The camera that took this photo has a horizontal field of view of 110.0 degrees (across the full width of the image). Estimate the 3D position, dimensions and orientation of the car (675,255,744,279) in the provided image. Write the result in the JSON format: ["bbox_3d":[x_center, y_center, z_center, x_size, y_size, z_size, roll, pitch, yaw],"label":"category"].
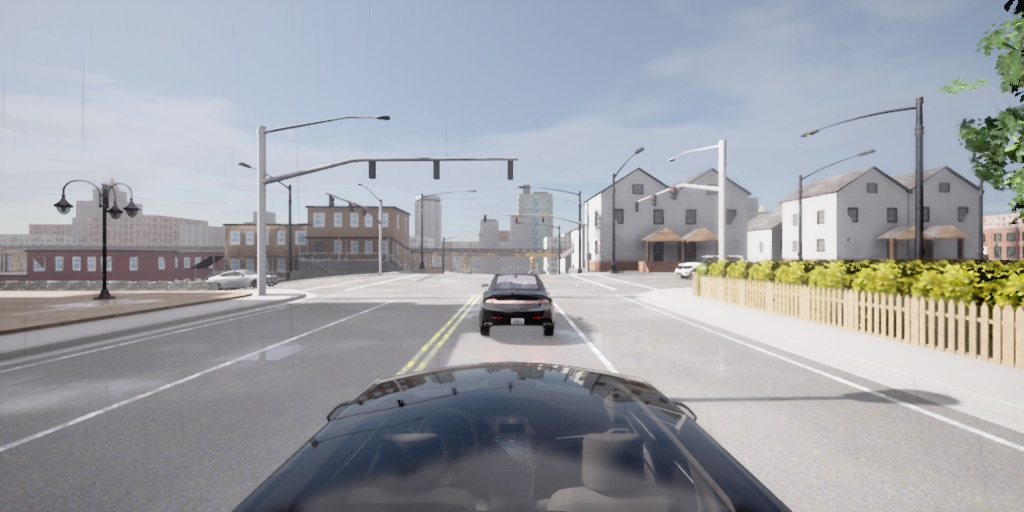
[{"bbox_3d":[16.909,0.953,30.433,5.566,2.045,2.150,0,0,-1],"label":"car"}]

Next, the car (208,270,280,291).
[{"bbox_3d":[-19.654,1.726,26.265,4.674,1.442,1.812,-4,0,1],"label":"car"}]

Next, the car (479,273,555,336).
[{"bbox_3d":[0.118,1.236,10.393,2.128,1.511,4.902,0,0,0],"label":"car"}]
